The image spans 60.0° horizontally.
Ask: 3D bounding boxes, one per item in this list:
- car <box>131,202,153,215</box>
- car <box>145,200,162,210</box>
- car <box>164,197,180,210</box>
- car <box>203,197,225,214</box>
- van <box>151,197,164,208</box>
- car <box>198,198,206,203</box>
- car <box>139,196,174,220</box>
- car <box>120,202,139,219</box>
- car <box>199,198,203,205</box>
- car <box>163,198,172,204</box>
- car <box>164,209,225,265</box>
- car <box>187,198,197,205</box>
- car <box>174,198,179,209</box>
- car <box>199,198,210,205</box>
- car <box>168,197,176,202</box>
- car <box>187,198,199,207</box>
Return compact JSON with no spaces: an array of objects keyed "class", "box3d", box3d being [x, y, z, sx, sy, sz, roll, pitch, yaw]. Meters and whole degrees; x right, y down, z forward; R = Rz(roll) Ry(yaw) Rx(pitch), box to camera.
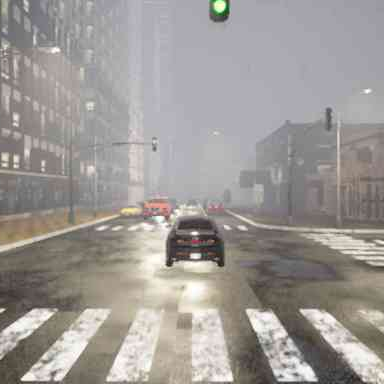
[{"class":"car","box3d":[-5.676,1.838,38.224,1.947,1.339,4.313,-1,0,0]},{"class":"car","box3d":[-5.678,1.918,49.513,1.947,1.339,4.313,-1,0,0]},{"class":"car","box3d":[-3.009,1.709,50.159,2.097,1.767,4.553,0,0,0]},{"class":"car","box3d":[2.669,1.712,38.172,1.967,1.590,4.097,-1,0,0]},{"class":"van","box3d":[-5.683,1.734,55.158,1.690,1.788,3.998,-1,0,0]},{"class":"car","box3d":[2.662,2.203,88.967,1.947,1.339,4.313,-1,0,0]},{"class":"car","box3d":[-3.108,1.438,30.474,2.150,2.045,5.566,0,0,0]},{"class":"car","box3d":[-5.846,1.756,32.411,1.752,1.417,4.829,-1,0,0]},{"class":"car","box3d":[2.665,1.667,49.461,2.192,1.841,5.009,-1,0,0]},{"class":"car","box3d":[-5.684,2.079,77.563,1.752,1.417,4.829,-1,0,0]},{"class":"car","box3d":[0.097,1.591,11.933,1.837,1.490,4.892,0,0,0]},{"class":"car","box3d":[-0.014,1.957,69.514,2.033,1.411,5.357,0,0,0]},{"class":"car","box3d":[-3.085,1.778,40.226,2.128,1.511,4.902,0,0,0]},{"class":"car","box3d":[2.665,2.065,72.035,2.008,1.369,4.403,-1,0,0]},{"class":"car","box3d":[-5.687,2.244,94.664,1.947,1.339,4.313,-1,0,0]},{"class":"car","box3d":[-0.012,1.926,59.101,1.837,1.490,4.892,0,0,0]}]
